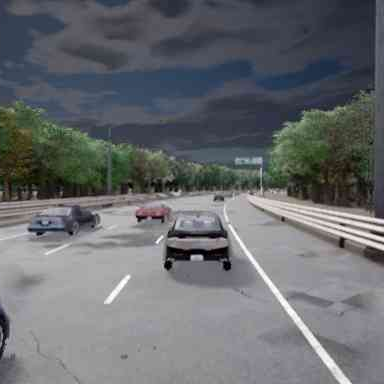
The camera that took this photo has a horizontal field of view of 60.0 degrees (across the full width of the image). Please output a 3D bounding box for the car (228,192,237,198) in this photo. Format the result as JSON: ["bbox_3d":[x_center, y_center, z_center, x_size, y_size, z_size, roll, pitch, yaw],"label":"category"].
[{"bbox_3d":[9.586,0.761,85.502,2.128,1.511,4.902,0,1,13],"label":"car"}]

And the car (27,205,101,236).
[{"bbox_3d":[-6.444,1.391,17.362,2.033,1.411,5.357,0,0,3],"label":"car"}]

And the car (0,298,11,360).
[{"bbox_3d":[-3.350,1.499,2.508,1.812,1.442,4.674,0,0,1],"label":"car"}]

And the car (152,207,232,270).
[{"bbox_3d":[0.202,1.400,10.710,2.128,1.511,4.902,0,0,2],"label":"car"}]

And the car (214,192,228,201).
[{"bbox_3d":[5.172,0.964,62.444,1.837,1.490,4.892,0,1,9],"label":"car"}]

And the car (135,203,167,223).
[{"bbox_3d":[-2.596,1.397,23.554,1.895,1.301,4.718,0,0,4],"label":"car"}]
